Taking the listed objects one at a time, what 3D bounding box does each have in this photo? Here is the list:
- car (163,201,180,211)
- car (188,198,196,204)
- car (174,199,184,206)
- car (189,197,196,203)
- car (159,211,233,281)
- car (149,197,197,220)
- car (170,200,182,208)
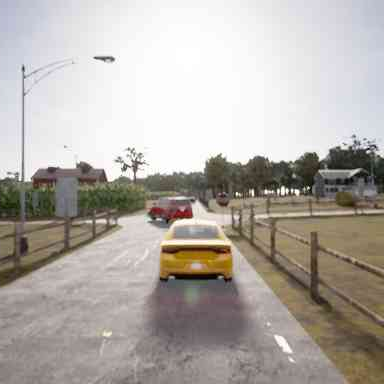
[{"bbox_3d":[-2.828,1.942,46.874,1.994,1.385,4.181,0,0,1],"label":"car"},{"bbox_3d":[0.034,2.096,77.894,1.837,1.490,4.892,0,0,0],"label":"car"},{"bbox_3d":[-2.722,2.143,70.221,1.895,1.301,4.718,0,0,0],"label":"car"},{"bbox_3d":[0.042,1.992,88.325,1.882,1.535,5.008,0,0,0],"label":"car"},{"bbox_3d":[0.103,1.572,10.164,1.882,1.535,5.008,0,0,0],"label":"car"},{"bbox_3d":[-1.829,1.440,27.722,2.150,2.045,5.566,0,1,-24],"label":"car"},{"bbox_3d":[-2.791,2.066,58.987,1.895,1.301,4.718,0,0,0],"label":"car"}]
